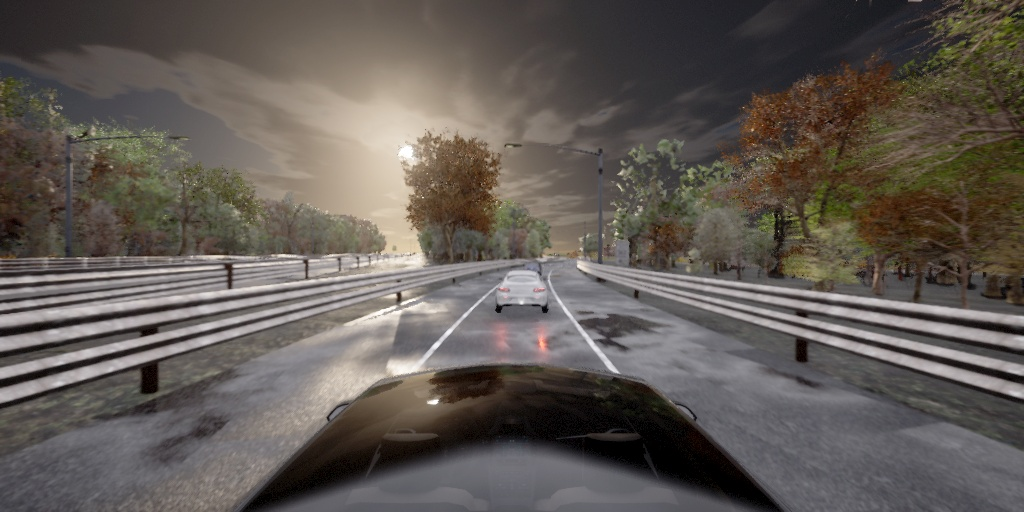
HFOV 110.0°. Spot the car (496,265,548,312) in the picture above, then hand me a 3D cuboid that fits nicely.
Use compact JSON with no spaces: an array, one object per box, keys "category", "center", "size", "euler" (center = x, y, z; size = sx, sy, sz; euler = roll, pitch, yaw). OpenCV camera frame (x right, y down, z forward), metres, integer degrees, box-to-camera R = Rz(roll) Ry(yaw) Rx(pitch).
[{"category":"car","center":[0.405,1.271,14.072],"size":[1.812,1.442,4.674],"euler":[0,0,2]}]

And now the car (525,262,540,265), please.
[{"category":"car","center":[2.107,1.270,36.209],"size":[2.033,1.411,5.357],"euler":[0,0,6]}]
